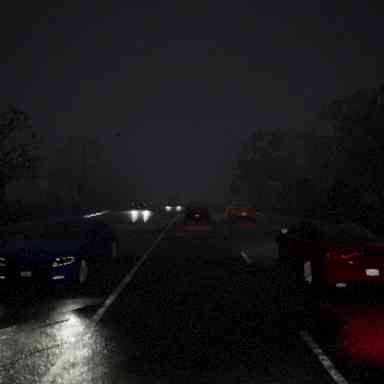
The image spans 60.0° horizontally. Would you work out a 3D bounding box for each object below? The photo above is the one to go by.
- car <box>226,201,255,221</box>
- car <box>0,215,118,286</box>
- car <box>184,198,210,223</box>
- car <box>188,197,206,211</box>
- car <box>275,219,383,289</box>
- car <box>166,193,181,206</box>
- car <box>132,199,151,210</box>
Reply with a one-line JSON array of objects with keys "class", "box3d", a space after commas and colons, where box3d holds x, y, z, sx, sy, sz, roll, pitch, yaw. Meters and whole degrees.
[{"class": "car", "box3d": [3.911, 1.489, 27.423, 1.882, 1.535, 5.008, 0, 0, 1]}, {"class": "car", "box3d": [-3.513, 1.478, 9.599, 1.882, 1.535, 5.008, 0, 0, 1]}, {"class": "car", "box3d": [0.389, 1.486, 25.529, 1.882, 1.535, 5.008, 0, 0, 1]}, {"class": "car", "box3d": [0.611, 1.505, 42.921, 2.128, 1.511, 4.902, 0, 0, 1]}, {"class": "car", "box3d": [3.693, 1.483, 9.239, 1.882, 1.535, 5.008, 0, 0, 1]}, {"class": "car", "box3d": [-2.915, 1.235, 53.535, 2.150, 2.045, 5.566, 0, 0, 1]}, {"class": "car", "box3d": [-6.568, 1.608, 43.641, 1.895, 1.301, 4.718, 0, 0, 1]}]
